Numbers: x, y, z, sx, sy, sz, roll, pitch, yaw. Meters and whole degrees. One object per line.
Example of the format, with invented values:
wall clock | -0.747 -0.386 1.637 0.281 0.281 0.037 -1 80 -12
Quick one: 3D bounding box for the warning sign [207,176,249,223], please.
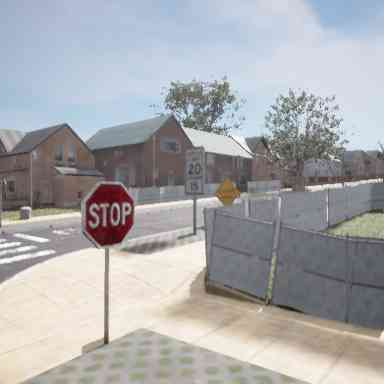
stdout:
warning sign | 1.505 0.341 13.981 1.300 1.860 1.060 -4 -3 41
